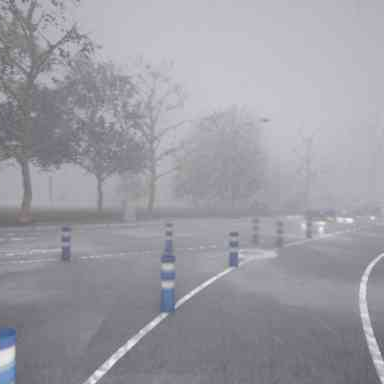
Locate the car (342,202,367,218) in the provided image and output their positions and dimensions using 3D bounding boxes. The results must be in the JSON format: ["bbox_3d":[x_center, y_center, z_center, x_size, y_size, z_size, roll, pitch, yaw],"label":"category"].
[{"bbox_3d":[19.221,2.305,40.415,2.128,1.511,4.902,1,-1,40],"label":"car"}]

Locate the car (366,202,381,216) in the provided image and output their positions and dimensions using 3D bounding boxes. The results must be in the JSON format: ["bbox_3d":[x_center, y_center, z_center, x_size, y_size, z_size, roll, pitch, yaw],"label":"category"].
[{"bbox_3d":[26.019,2.435,48.573,2.150,2.045,5.566,1,-1,39],"label":"car"}]

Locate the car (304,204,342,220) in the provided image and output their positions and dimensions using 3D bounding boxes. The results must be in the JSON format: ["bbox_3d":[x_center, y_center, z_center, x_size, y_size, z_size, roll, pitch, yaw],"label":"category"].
[{"bbox_3d":[12.648,1.907,32.543,1.882,1.535,5.008,1,-1,40],"label":"car"}]
